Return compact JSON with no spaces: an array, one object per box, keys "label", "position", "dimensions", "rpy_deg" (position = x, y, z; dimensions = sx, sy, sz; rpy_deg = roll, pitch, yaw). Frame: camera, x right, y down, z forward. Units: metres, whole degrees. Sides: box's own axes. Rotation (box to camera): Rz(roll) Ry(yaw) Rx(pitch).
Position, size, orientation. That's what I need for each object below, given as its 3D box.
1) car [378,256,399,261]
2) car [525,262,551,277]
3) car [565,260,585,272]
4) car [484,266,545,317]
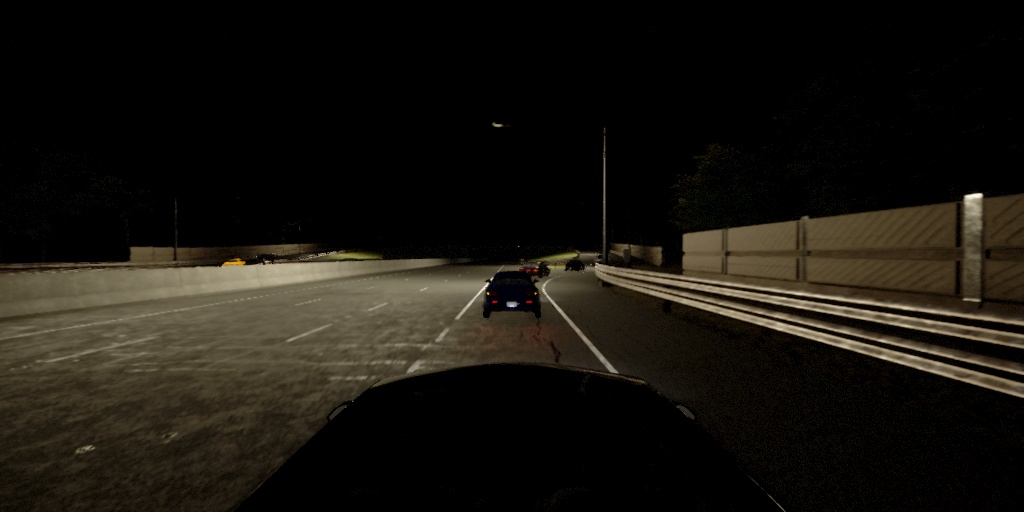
[{"label":"car","position":[-21.007,0.934,61.145],"dimensions":[2.150,2.045,5.566],"rpy_deg":[0,0,1]},{"label":"car","position":[2.168,1.265,32.602],"dimensions":[2.033,1.411,5.357],"rpy_deg":[0,0,17]},{"label":"car","position":[8.357,1.305,47.353],"dimensions":[1.837,1.490,4.892],"rpy_deg":[1,0,23]},{"label":"car","position":[0.005,1.266,12.968],"dimensions":[1.812,1.442,4.674],"rpy_deg":[0,0,0]}]
